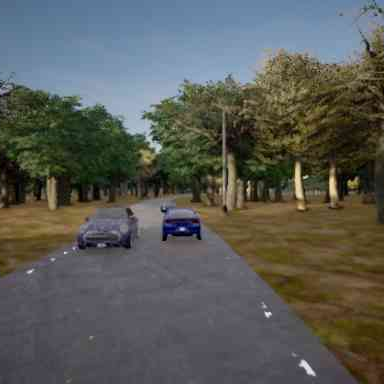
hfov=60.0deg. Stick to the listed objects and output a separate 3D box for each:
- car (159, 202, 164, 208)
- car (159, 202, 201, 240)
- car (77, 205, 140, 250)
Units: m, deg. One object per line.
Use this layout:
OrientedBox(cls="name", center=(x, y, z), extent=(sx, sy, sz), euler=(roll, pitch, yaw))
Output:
OrientedBox(cls="car", center=(-2.589, 1.730, 36.434), extent=(1.895, 1.301, 4.718), euler=(0, 0, -8))
OrientedBox(cls="car", center=(-0.614, 1.560, 17.774), extent=(1.882, 1.535, 5.008), euler=(0, 0, -4))
OrientedBox(cls="car", center=(-3.566, 1.434, 14.861), extent=(2.097, 1.767, 4.553), euler=(0, 0, -4))
